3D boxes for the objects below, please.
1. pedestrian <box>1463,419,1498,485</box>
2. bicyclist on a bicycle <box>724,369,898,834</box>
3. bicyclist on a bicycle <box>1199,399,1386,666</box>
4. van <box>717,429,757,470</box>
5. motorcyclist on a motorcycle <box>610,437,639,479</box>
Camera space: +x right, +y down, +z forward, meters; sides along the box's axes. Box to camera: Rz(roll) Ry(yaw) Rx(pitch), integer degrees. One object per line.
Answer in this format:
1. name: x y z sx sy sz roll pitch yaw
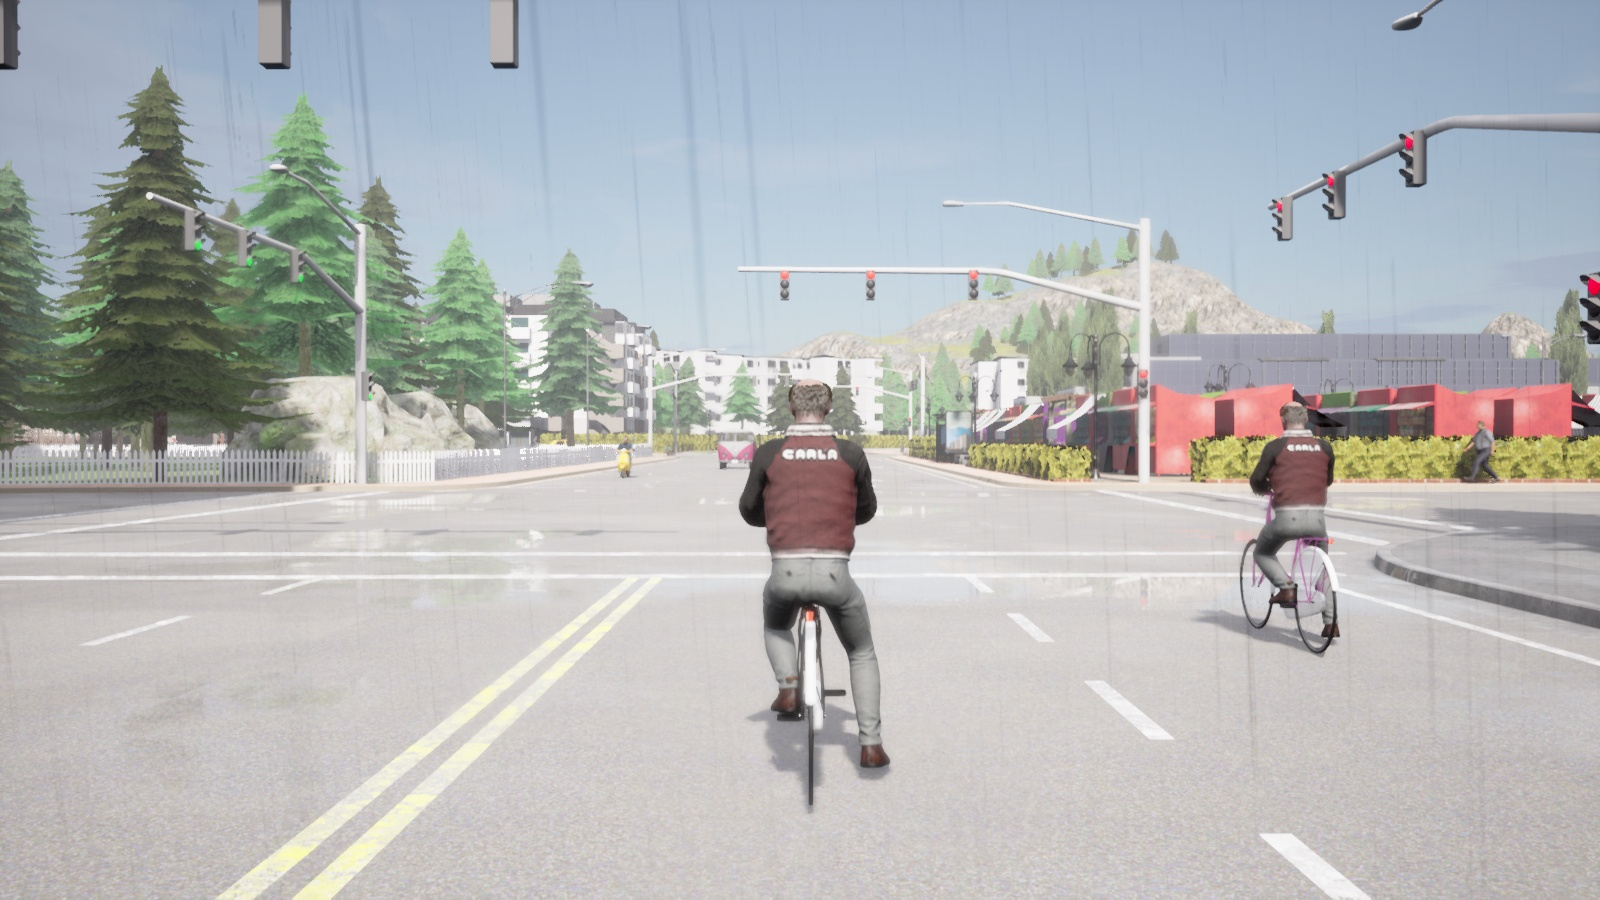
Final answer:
1. pedestrian: 19.128 0.058 35.314 0.694 1.848 0.540 0 0 2
2. bicyclist on a bicycle: 0.046 0.568 5.706 0.659 1.776 1.843 0 1 0
3. bicyclist on a bicycle: 3.564 0.540 9.268 0.659 1.776 1.843 0 1 0
4. van: -3.151 -0.044 63.138 1.775 1.987 4.442 0 0 0
5. motorcyclist on a motorcycle: -6.730 0.281 48.291 0.866 1.590 1.817 0 0 0
